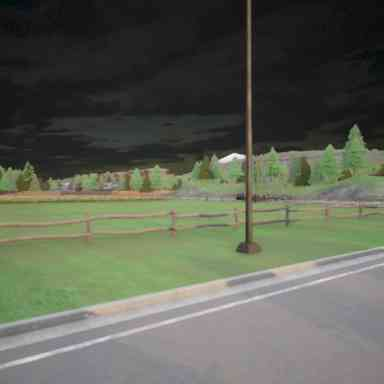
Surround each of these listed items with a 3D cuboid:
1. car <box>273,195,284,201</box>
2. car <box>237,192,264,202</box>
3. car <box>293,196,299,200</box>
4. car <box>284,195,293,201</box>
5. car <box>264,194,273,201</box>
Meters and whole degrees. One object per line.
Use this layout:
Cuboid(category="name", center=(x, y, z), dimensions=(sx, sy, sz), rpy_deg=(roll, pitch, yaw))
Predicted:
Cuboid(category="car", center=(17.774, 1.304, 75.768), dimensions=(1.837, 1.490, 4.892), rpy_deg=(0, 0, -36))
Cuboid(category="car", center=(12.139, 1.052, 71.613), dimensions=(2.150, 2.045, 5.566), rpy_deg=(0, 0, -36))
Cuboid(category="car", center=(23.426, 1.334, 79.898), dimensions=(1.994, 1.385, 4.181), rpy_deg=(0, 0, -36))
Cuboid(category="car", center=(20.600, 1.317, 77.833), dimensions=(1.812, 1.442, 4.674), rpy_deg=(0, 0, -36))
Cuboid(category="car", center=(14.966, 1.411, 73.679), dimensions=(1.895, 1.301, 4.718), rpy_deg=(0, 0, -36))
